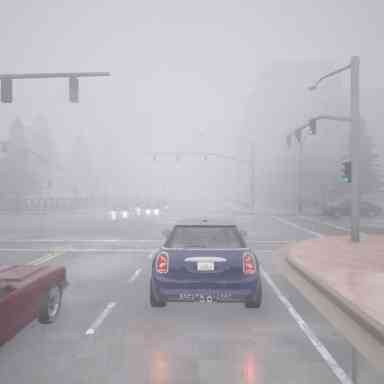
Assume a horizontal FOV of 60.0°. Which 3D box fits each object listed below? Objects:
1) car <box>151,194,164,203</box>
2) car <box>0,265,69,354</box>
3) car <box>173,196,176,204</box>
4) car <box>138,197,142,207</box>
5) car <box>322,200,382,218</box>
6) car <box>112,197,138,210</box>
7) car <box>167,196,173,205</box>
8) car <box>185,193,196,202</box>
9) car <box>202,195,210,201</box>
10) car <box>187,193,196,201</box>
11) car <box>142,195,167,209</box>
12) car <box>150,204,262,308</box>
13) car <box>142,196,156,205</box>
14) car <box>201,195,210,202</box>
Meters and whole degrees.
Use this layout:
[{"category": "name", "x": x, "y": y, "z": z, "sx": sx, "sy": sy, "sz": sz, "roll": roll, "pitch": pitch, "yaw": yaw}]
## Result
[{"category": "car", "x": -7.490, "y": 1.355, "z": 72.076, "sx": 2.097, "sy": 1.767, "sz": 4.553, "roll": 0, "pitch": 0, "yaw": 2}, {"category": "car", "x": -3.307, "y": 1.601, "z": 4.216, "sx": 1.895, "sy": 1.301, "sz": 4.718, "roll": 0, "pitch": 0, "yaw": 2}, {"category": "car", "x": -4.274, "y": 1.478, "z": 65.454, "sx": 1.882, "sy": 1.535, "sz": 5.008, "roll": 0, "pitch": 0, "yaw": 3}, {"category": "car", "x": -8.347, "y": 1.491, "z": 51.835, "sx": 2.128, "sy": 1.511, "sz": 4.902, "roll": 0, "pitch": 0, "yaw": 2}, {"category": "car", "x": 14.115, "y": 1.505, "z": 29.515, "sx": 4.892, "sy": 1.490, "sz": 1.837, "roll": 0, "pitch": 0, "yaw": 4}, {"category": "car", "x": -8.705, "y": 1.601, "z": 42.530, "sx": 1.895, "sy": 1.301, "sz": 4.718, "roll": 0, "pitch": 0, "yaw": 2}, {"category": "car", "x": -4.715, "y": 1.478, "z": 55.156, "sx": 1.882, "sy": 1.535, "sz": 5.008, "roll": 0, "pitch": 0, "yaw": 2}, {"category": "car", "x": -0.459, "y": 1.520, "z": 72.755, "sx": 1.812, "sy": 1.442, "sz": 4.674, "roll": 0, "pitch": 0, "yaw": 2}, {"category": "car", "x": 3.404, "y": 1.475, "z": 82.324, "sx": 1.882, "sy": 1.535, "sz": 5.008, "roll": 0, "pitch": 0, "yaw": 2}, {"category": "car", "x": -0.092, "y": 1.223, "z": 82.486, "sx": 2.150, "sy": 2.045, "sz": 5.566, "roll": 0, "pitch": 0, "yaw": 2}, {"category": "car", "x": -5.078, "y": 1.491, "z": 45.797, "sx": 2.128, "sy": 1.511, "sz": 4.902, "roll": 0, "pitch": 0, "yaw": 2}, {"category": "car", "x": 0.305, "y": 1.352, "z": 8.090, "sx": 2.097, "sy": 1.767, "sz": 4.553, "roll": 0, "pitch": 0, "yaw": 2}, {"category": "car", "x": -7.938, "y": 1.505, "z": 61.921, "sx": 1.837, "sy": 1.490, "sz": 4.892, "roll": 0, "pitch": 0, "yaw": 3}, {"category": "car", "x": 3.076, "y": 1.549, "z": 73.619, "sx": 1.994, "sy": 1.385, "sz": 4.181, "roll": 0, "pitch": 0, "yaw": 2}]
